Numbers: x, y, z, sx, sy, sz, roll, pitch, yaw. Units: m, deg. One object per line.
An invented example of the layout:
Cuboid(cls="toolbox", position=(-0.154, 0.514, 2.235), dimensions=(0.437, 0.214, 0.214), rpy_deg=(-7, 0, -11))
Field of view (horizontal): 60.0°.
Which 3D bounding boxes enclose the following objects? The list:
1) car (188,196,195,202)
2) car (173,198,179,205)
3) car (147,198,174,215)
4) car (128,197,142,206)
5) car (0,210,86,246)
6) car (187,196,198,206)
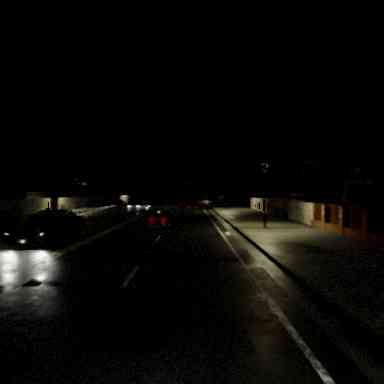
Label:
Cuboid(cls="car", position=(-0.091, 1.624, 80.327), dimensions=(1.812, 1.442, 4.674), rpy_deg=(0, 0, 0))
Cuboid(cls="car", position=(-3.218, 1.664, 59.176), dimensions=(1.895, 1.301, 4.718), rpy_deg=(0, 0, 0))
Cuboid(cls="car", position=(-3.189, 1.628, 34.228), dimensions=(1.895, 1.301, 4.718), rpy_deg=(0, 0, 0))
Cuboid(cls="car", position=(-9.854, 1.568, 57.860), dimensions=(1.837, 1.490, 4.892), rpy_deg=(0, 0, 1))
Cuboid(cls="car", position=(-6.618, 1.558, 15.659), dimensions=(2.033, 1.411, 5.357), rpy_deg=(0, 0, 0))
Cuboid(cls="car", position=(0.034, 1.549, 57.304), dimensions=(2.128, 1.511, 4.902), rpy_deg=(0, 0, 0))
